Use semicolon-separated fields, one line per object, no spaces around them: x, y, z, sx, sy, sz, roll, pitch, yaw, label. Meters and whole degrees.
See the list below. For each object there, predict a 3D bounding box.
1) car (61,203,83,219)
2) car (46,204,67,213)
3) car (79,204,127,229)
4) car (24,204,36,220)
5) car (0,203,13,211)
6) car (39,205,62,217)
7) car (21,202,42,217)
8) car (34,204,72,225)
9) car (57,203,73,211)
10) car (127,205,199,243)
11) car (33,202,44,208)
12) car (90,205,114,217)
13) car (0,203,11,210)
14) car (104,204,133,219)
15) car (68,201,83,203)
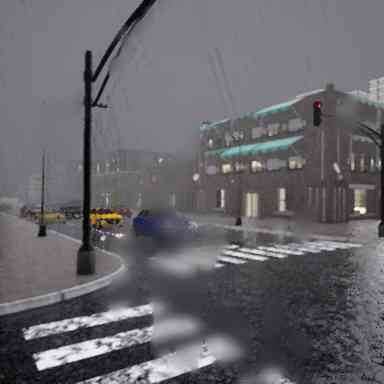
-12.488;2.165;34.346;1.837;1.490;4.892;1;-1;-34;car
-21.969;2.604;53.772;2.033;1.411;5.357;1;-2;-34;car
-7.117;1.984;26.446;1.882;1.535;5.008;1;-2;-34;car
-15.626;2.203;34.288;2.008;1.369;4.403;0;-1;-34;car
-34.774;2.756;62.456;1.887;1.381;4.507;0;-1;-34;car
-18.239;2.394;42.861;1.994;1.385;4.181;1;-2;-33;car
-18.790;2.185;39.003;1.967;1.590;4.097;0;-1;-34;car
-12.380;2.081;29.425;1.752;1.417;4.829;0;-1;-34;car
-23.600;2.751;61.764;1.812;1.442;4.674;1;-2;-34;car
-1.545;1.698;18.263;2.097;1.767;4.553;1;-1;-34;car
-37.508;3.142;81.365;1.752;1.417;4.829;0;-1;-34;car
-11.858;2.447;43.682;1.802;1.307;4.206;0;-1;-34;car
-37.968;2.856;67.149;2.008;1.369;4.403;0;-1;-34;car
-8.649;2.212;39.005;1.967;1.590;4.097;0;-1;-34;car
-16.123;2.392;45.265;1.837;1.490;4.892;1;-2;-34;car
